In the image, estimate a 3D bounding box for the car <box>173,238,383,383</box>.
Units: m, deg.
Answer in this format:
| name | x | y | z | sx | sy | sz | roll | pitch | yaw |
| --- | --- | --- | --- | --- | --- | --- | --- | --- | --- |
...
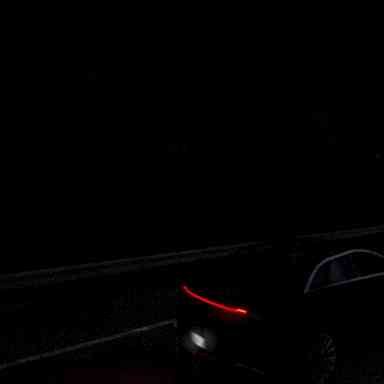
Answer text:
| name | x | y | z | sx | sy | sz | roll | pitch | yaw |
| --- | --- | --- | --- | --- | --- | --- | --- | --- | --- |
| car | 2.039 | 1.486 | 5.247 | 4.902 | 1.511 | 2.128 | 0 | 0 | -36 |
